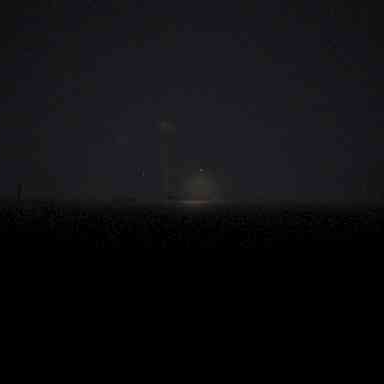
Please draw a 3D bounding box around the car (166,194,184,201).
[{"bbox_3d":[-3.731,1.275,73.857,1.837,1.490,4.892,1,0,36],"label":"car"}]

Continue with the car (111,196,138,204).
[{"bbox_3d":[-12.462,1.385,61.643,2.033,1.411,5.357,1,0,36],"label":"car"}]
